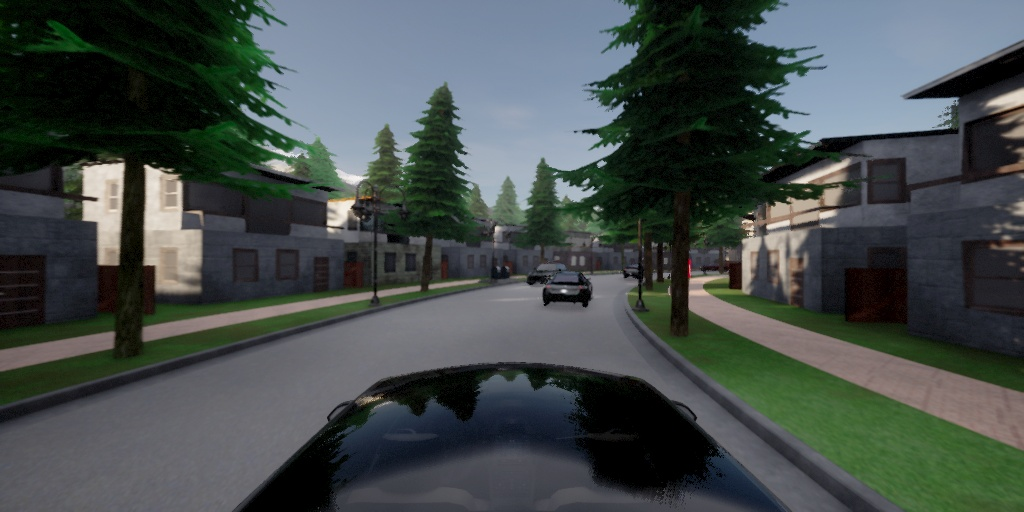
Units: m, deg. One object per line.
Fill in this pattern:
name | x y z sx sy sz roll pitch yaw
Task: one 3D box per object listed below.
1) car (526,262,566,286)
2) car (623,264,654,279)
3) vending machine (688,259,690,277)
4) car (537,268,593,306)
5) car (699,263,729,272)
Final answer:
car | 2.794 1.289 26.924 2.097 1.767 4.553 0 0 27
car | 12.770 1.521 36.021 2.128 1.511 4.902 0 -1 38
vending machine | 17.314 1.237 35.960 1.100 2.100 0.880 0 0 41
car | 2.668 1.427 16.610 1.994 1.385 4.181 0 0 15
car | 31.615 1.826 56.175 4.718 1.301 1.895 0 0 -27
